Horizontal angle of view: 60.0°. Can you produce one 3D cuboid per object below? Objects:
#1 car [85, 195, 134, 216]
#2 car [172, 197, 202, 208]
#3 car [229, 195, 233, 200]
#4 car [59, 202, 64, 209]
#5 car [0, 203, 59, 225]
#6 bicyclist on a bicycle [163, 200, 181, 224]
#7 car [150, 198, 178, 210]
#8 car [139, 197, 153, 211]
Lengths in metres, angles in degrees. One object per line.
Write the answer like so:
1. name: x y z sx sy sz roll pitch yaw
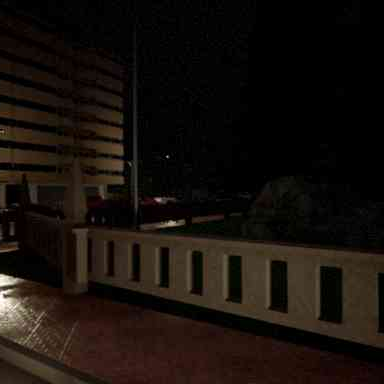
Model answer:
1. car: -8.068 1.454 32.740 2.097 1.767 4.553 0 0 32
2. car: -0.718 1.574 50.983 2.128 1.511 4.902 0 0 33
3. car: 5.557 1.278 47.631 2.150 2.045 5.566 0 0 32
4. car: -11.474 1.338 33.893 2.150 2.045 5.566 0 0 32
5. car: -12.950 1.609 24.933 2.128 1.511 4.902 0 0 32
6. bicyclist on a bicycle: -1.407 1.372 22.678 1.656 1.620 0.582 -1 0 32
7. car: -2.692 1.686 41.310 1.895 1.301 4.718 0 0 32
8. car: -6.279 1.452 42.176 2.097 1.767 4.553 0 0 32
